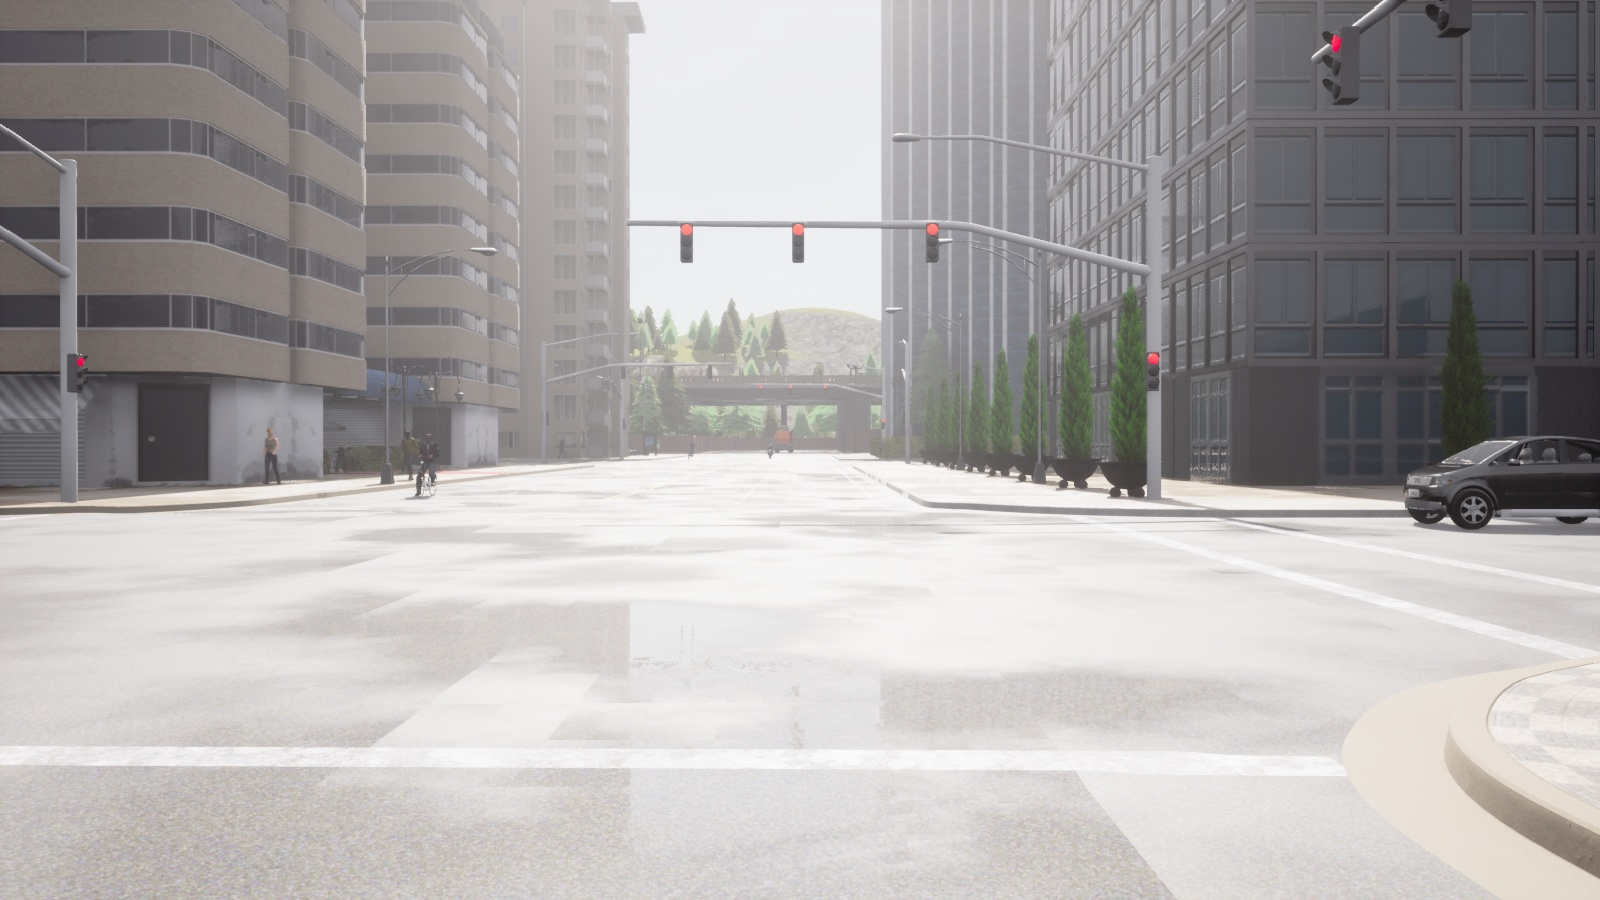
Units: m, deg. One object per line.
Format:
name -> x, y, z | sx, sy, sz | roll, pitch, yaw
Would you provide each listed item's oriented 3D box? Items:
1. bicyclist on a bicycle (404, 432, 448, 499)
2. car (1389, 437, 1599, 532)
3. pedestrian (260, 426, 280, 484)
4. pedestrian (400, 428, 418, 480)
bicyclist on a bicycle -> -10.291, 0.413, 34.589 | 0.659, 1.776, 1.843 | 0, 0, 0
car -> 12.269, 0.559, 21.319 | 3.705, 1.549, 1.789 | 0, 0, 1
pedestrian -> -16.886, 0.165, 40.038 | 0.345, 1.836, 0.594 | 0, 0, 6
pedestrian -> -13.911, 0.140, 44.662 | 0.370, 1.835, 0.726 | 0, 0, 4
